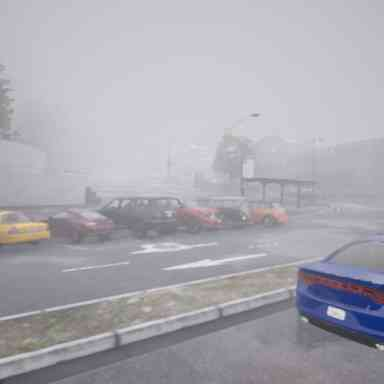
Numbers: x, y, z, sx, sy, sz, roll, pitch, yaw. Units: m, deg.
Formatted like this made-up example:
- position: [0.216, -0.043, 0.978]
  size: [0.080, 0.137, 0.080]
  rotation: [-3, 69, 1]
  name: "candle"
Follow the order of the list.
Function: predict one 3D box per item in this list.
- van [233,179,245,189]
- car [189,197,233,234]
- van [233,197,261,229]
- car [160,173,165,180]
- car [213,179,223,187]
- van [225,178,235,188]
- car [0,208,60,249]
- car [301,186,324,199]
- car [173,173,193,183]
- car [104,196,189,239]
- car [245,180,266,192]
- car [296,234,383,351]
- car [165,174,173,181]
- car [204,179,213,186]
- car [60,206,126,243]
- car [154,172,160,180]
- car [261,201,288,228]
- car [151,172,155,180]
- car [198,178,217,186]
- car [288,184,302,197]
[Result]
- position: [10.372, -1.409, 63.705]
  size: [1.878, 1.987, 4.442]
  rotation: [7, 3, 35]
  name: "van"
- position: [-0.787, 1.278, 19.563]
  size: [5.566, 2.045, 2.435]
  rotation: [-1, -1, 35]
  name: "car"
- position: [1.751, 1.314, 21.234]
  size: [4.442, 1.987, 1.878]
  rotation: [-1, -1, 35]
  name: "van"
- position: [-5.263, -3.770, 85.920]
  size: [2.185, 1.767, 4.553]
  rotation: [6, 3, 34]
  name: "car"
- position: [7.066, -1.730, 68.906]
  size: [1.946, 1.575, 5.366]
  rotation: [7, 3, 35]
  name: "car"
- position: [8.642, -1.682, 66.176]
  size: [1.878, 1.987, 4.442]
  rotation: [7, 3, 35]
  name: "van"
- position: [-8.332, 1.495, 14.468]
  size: [5.366, 1.575, 1.946]
  rotation: [-1, -1, 35]
  name: "car"
- position: [19.037, 0.220, 51.487]
  size: [2.002, 1.452, 4.674]
  rotation: [7, 3, 35]
  name: "car"
- position: [-1.617, -3.095, 81.196]
  size: [1.946, 1.575, 5.366]
  rotation: [7, 3, 34]
  name: "car"
- position: [-3.299, 1.267, 17.856]
  size: [5.566, 2.045, 2.435]
  rotation: [-1, -1, 35]
  name: "car"
- position: [12.132, -0.910, 61.343]
  size: [2.231, 1.521, 4.892]
  rotation: [7, 3, 35]
  name: "car"
- position: [3.983, 1.502, 5.941]
  size: [5.008, 1.535, 1.882]
  rotation: [0, 0, -35]
  name: "car"
- position: [-3.468, -3.618, 83.455]
  size: [2.435, 2.045, 5.566]
  rotation: [7, 3, 34]
  name: "car"
- position: [5.234, -1.962, 71.226]
  size: [2.002, 1.452, 4.674]
  rotation: [7, 3, 35]
  name: "car"
- position: [-5.726, 1.547, 16.097]
  size: [4.674, 1.452, 2.002]
  rotation: [-1, -1, 35]
  name: "car"
- position: [-6.994, -4.005, 88.390]
  size: [2.185, 1.767, 4.553]
  rotation: [4, 1, 33]
  name: "car"
- position: [4.159, 1.427, 22.985]
  size: [4.553, 1.767, 2.185]
  rotation: [-1, -1, 35]
  name: "car"
- position: [-8.766, -4.283, 90.737]
  size: [2.435, 2.045, 5.566]
  rotation: [1, -1, 34]
  name: "car"
- position: [3.491, -2.236, 73.687]
  size: [2.002, 1.452, 4.674]
  rotation: [7, 3, 35]
  name: "car"
- position: [17.345, -0.343, 53.959]
  size: [2.435, 2.045, 5.566]
  rotation: [7, 3, 35]
  name: "car"
